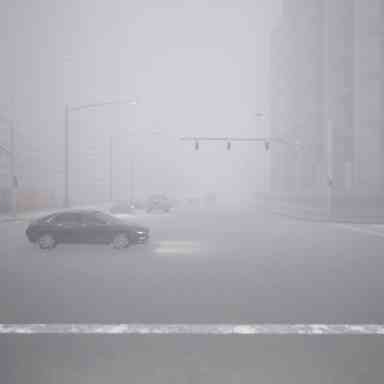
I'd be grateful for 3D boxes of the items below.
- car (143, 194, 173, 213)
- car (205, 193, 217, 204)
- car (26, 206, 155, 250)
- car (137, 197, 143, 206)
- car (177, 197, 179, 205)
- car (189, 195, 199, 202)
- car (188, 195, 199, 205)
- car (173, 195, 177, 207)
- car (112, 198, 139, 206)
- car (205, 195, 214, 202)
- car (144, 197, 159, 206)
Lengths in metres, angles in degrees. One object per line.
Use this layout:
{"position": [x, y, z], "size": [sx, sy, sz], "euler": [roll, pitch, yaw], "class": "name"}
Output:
{"position": [-3.731, 1.212, 37.662], "size": [2.150, 2.045, 5.566], "euler": [0, 0, 1], "class": "car"}
{"position": [3.757, 1.206, 64.895], "size": [2.150, 2.045, 5.566], "euler": [0, 0, 1], "class": "car"}
{"position": [-4.191, 1.500, 13.715], "size": [4.892, 1.490, 1.837], "euler": [0, 0, 0], "class": "car"}
{"position": [-7.153, 1.467, 43.907], "size": [1.882, 1.535, 5.008], "euler": [0, 0, 1], "class": "car"}
{"position": [-3.404, 1.338, 58.668], "size": [2.097, 1.767, 4.553], "euler": [0, 0, 1], "class": "car"}
{"position": [0.417, 1.506, 75.420], "size": [2.128, 1.511, 4.902], "euler": [0, 0, 1], "class": "car"}
{"position": [0.279, 1.549, 59.769], "size": [1.994, 1.385, 4.181], "euler": [0, 0, 1], "class": "car"}
{"position": [-3.589, 1.493, 47.578], "size": [1.837, 1.490, 4.892], "euler": [0, 0, 1], "class": "car"}
{"position": [-7.272, 1.555, 35.080], "size": [1.994, 1.385, 4.181], "euler": [0, 0, 1], "class": "car"}
{"position": [3.917, 1.397, 75.508], "size": [1.837, 1.490, 4.892], "euler": [0, 0, 1], "class": "car"}
{"position": [-6.937, 1.550, 56.835], "size": [1.994, 1.385, 4.181], "euler": [0, 0, 1], "class": "car"}
